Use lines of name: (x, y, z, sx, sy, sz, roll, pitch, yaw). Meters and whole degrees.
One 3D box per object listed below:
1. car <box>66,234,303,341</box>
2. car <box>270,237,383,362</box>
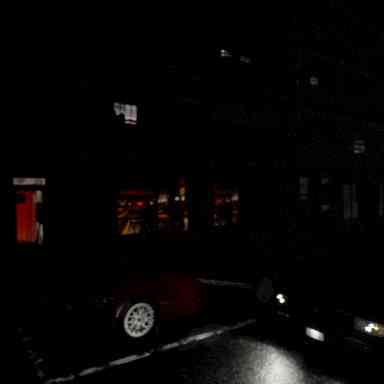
car: (-0.086, 1.566, 6.518, 4.507, 1.381, 1.887, 0, -1, -36)
car: (3.858, 1.585, 6.124, 5.357, 1.411, 2.033, 0, 0, -35)
